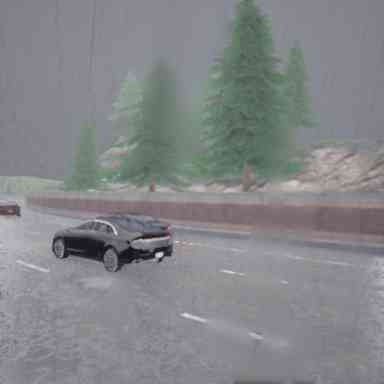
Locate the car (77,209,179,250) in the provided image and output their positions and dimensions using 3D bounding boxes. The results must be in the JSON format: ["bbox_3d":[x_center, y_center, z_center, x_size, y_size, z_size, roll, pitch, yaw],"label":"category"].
[{"bbox_3d":[-3.252,1.652,16.009,5.357,1.411,2.033,0,-1,43],"label":"car"}]

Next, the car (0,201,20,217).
[{"bbox_3d":[-17.814,1.572,31.751,1.882,1.535,5.008,1,-1,-39],"label":"car"}]

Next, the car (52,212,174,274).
[{"bbox_3d":[-2.772,1.560,10.961,4.902,1.511,2.128,0,-1,40],"label":"car"}]
